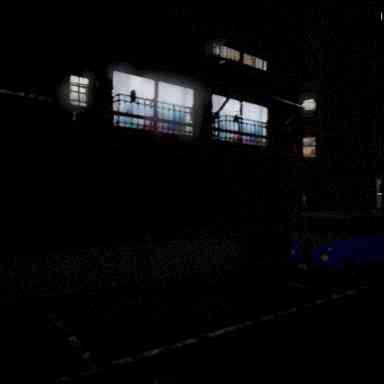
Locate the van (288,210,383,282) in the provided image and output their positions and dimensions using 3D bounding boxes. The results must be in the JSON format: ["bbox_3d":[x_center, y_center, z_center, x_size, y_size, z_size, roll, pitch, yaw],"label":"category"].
[{"bbox_3d":[4.589,1.442,9.834,3.998,1.788,1.690,1,0,-36],"label":"van"}]
